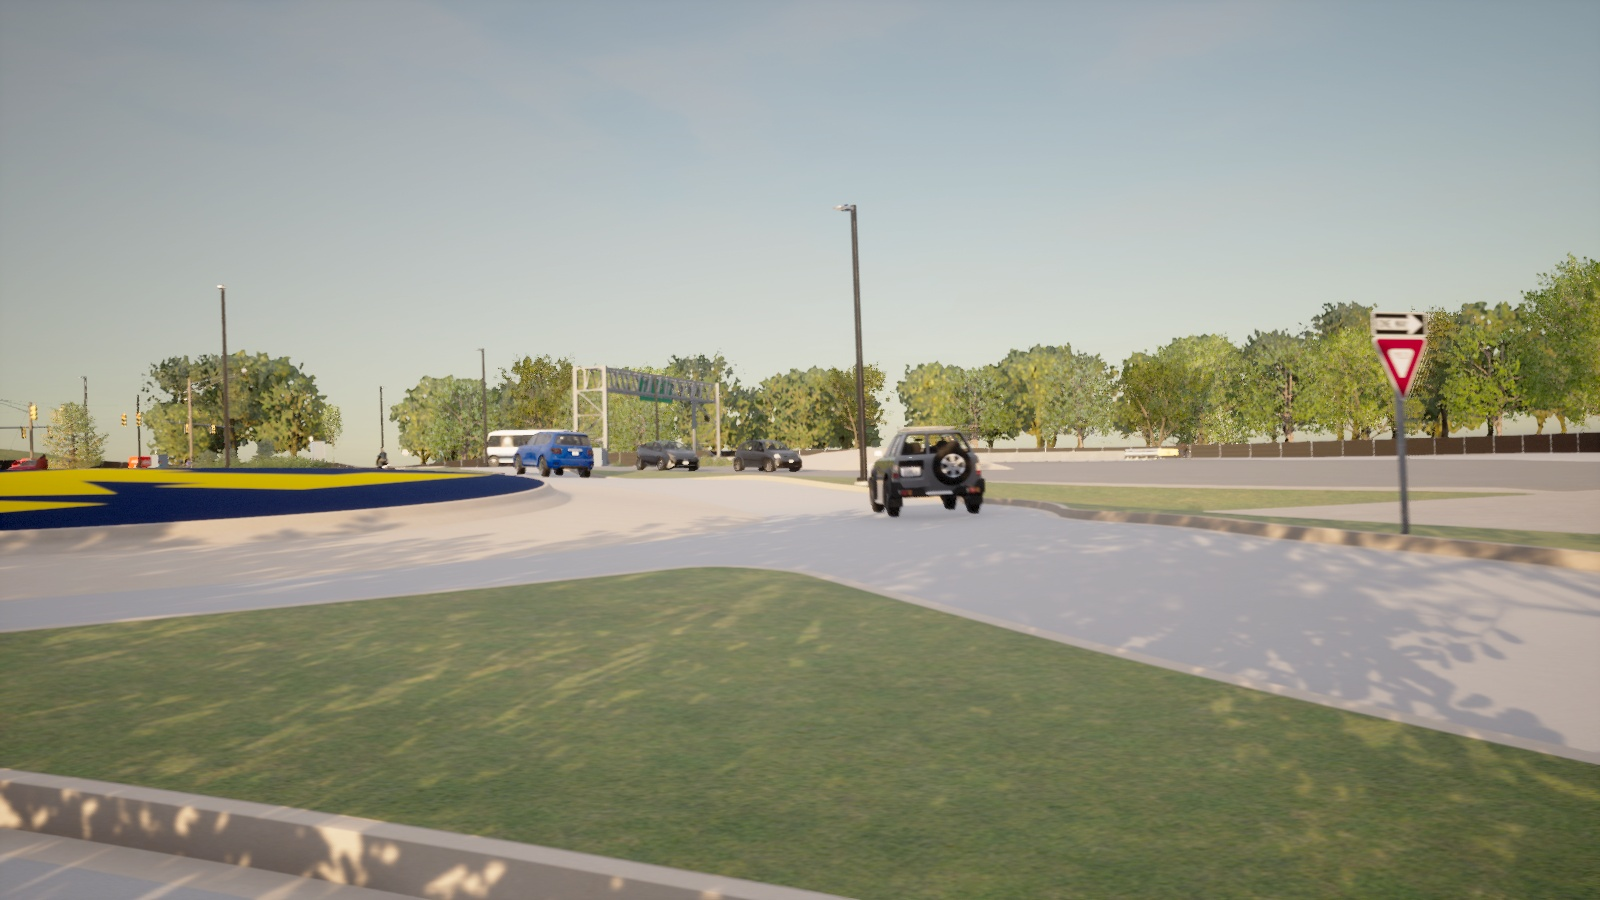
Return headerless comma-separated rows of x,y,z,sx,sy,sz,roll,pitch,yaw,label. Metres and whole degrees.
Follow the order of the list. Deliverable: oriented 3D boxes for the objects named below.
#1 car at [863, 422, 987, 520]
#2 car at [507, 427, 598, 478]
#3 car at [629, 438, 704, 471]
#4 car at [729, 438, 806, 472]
2.564,0.445,26.861,1.932,1.855,4.605,-2,-1,-3,car
-11.303,0.083,57.065,2.150,2.045,5.566,3,0,-31,car
-6.765,0.202,63.239,2.007,1.525,4.514,1,0,-31,car
-1.633,0.227,62.107,1.851,1.617,3.988,0,0,-37,car
